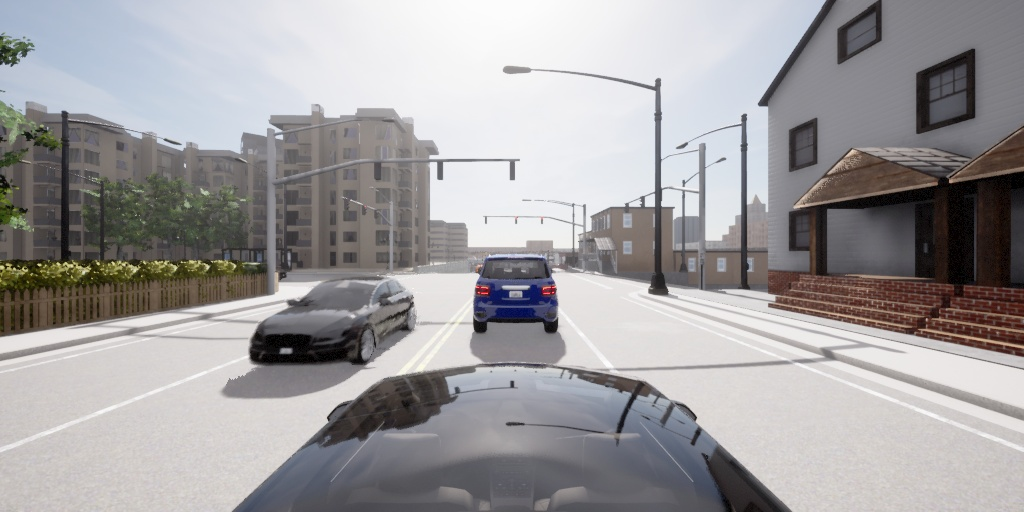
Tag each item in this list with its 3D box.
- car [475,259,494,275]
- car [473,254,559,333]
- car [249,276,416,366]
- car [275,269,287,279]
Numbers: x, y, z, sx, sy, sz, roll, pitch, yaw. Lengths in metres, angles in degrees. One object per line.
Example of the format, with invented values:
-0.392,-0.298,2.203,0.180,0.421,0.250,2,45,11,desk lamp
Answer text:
-3.549,1.506,46.939,2.097,1.767,4.553,1,-5,0,car
0.103,0.971,10.918,2.150,2.045,5.566,0,0,0,car
-3.574,1.255,8.122,1.837,1.490,4.892,0,0,0,car
-20.339,1.255,28.125,4.892,1.490,1.837,0,0,1,car
